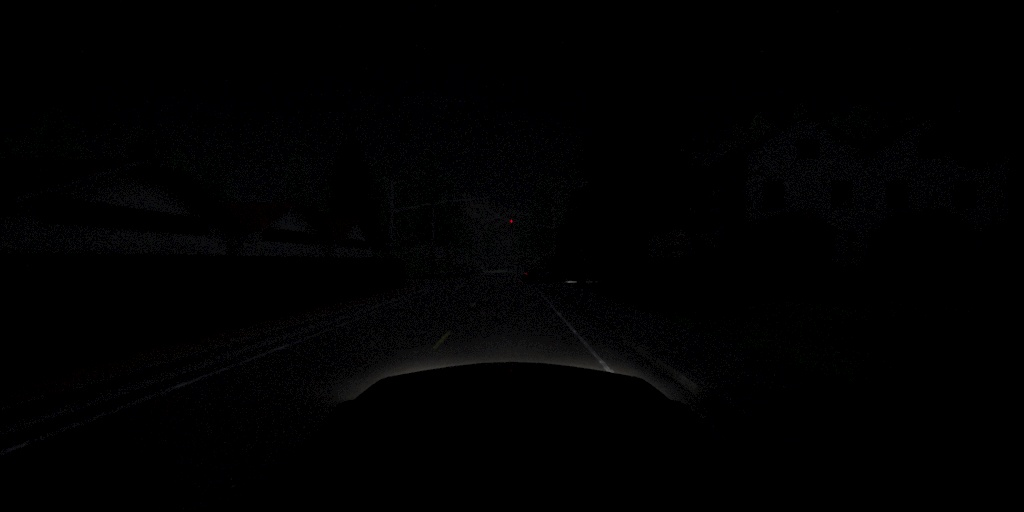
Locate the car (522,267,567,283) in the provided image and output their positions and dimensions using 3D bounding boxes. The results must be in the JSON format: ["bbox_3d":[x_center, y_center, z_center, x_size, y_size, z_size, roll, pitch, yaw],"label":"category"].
[{"bbox_3d":[3.015,1.740,33.287,4.181,1.385,1.994,0,-1,0],"label":"car"}]
